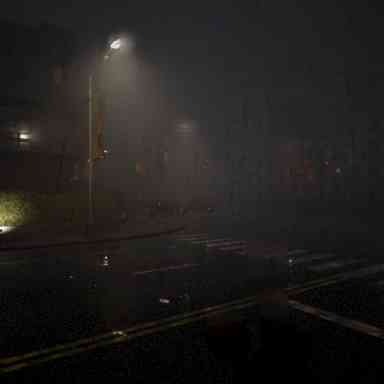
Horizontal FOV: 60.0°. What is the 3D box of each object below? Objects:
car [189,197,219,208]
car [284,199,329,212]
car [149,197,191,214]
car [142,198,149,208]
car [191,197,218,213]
[{"bbox_3d":[1.760,1.478,49.498,1.882,1.535,5.008,0,0,-35],"label":"car"},{"bbox_3d":[13.229,1.547,38.725,2.033,1.411,5.357,0,0,-32],"label":"car"},{"bbox_3d":[-2.397,1.526,34.987,1.812,1.442,4.674,0,0,-35],"label":"car"},{"bbox_3d":[-5.113,1.492,45.110,2.128,1.511,4.902,0,0,-34],"label":"car"},{"bbox_3d":[0.688,1.564,36.683,1.994,1.385,4.181,0,0,-35],"label":"car"}]
